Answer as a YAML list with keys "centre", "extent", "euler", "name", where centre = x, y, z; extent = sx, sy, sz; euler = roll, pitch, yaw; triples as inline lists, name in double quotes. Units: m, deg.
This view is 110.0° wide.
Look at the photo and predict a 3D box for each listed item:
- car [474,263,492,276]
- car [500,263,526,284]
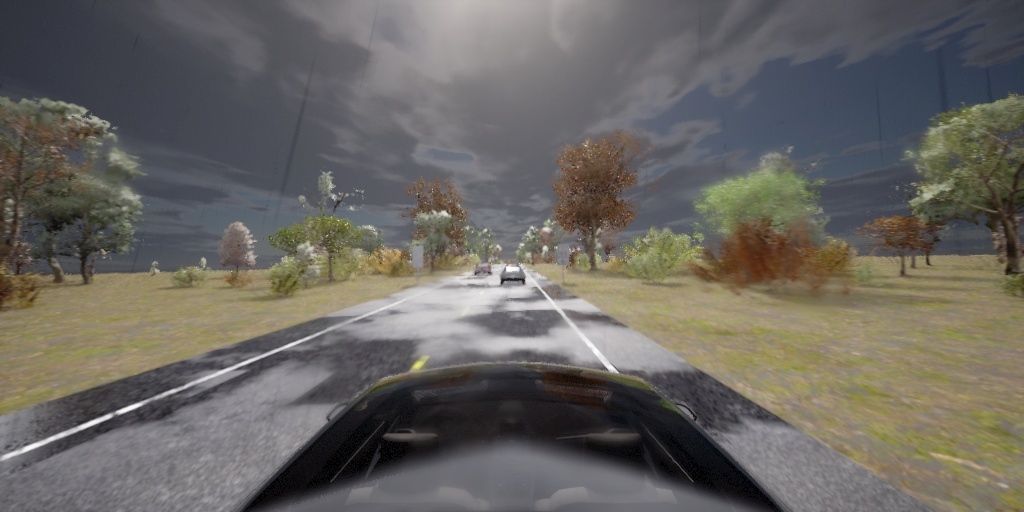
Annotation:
- centre: [-3.423, 1.569, 43.099]
  extent: [1.812, 1.442, 4.674]
  euler: [-1, 0, 0]
  name: "car"
- centre: [0.064, 1.442, 28.592]
  extent: [1.994, 1.385, 4.181]
  euler: [-1, 0, 0]
  name: "car"
